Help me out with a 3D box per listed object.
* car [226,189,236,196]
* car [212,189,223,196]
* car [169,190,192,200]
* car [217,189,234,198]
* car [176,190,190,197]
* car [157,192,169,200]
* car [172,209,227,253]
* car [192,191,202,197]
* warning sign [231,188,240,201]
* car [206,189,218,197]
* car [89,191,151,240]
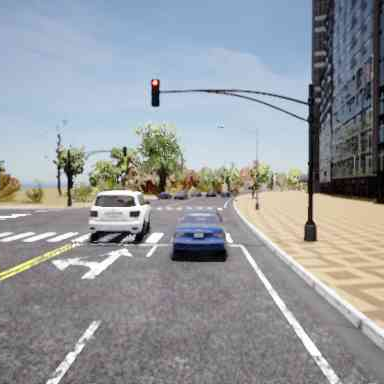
[{"bbox_3d":[9.550,0.095,81.157,1.837,1.490,4.892,0,1,14],"label":"car"},{"bbox_3d":[6.286,0.094,81.477,1.812,1.442,4.674,0,1,14],"label":"car"},{"bbox_3d":[-1.916,0.646,56.830,2.033,1.411,5.357,0,1,9],"label":"car"},{"bbox_3d":[7.364,0.401,71.175,2.128,1.511,4.902,0,1,12],"label":"car"},{"bbox_3d":[-2.003,0.361,74.021,2.033,1.411,5.357,0,1,11],"label":"car"},{"bbox_3d":[-4.822,0.627,58.966,1.994,1.385,4.181,0,1,10],"label":"car"},{"bbox_3d":[0.337,1.342,12.730,2.033,1.411,5.357,0,1,3],"label":"car"},{"bbox_3d":[0.930,0.397,72.155,2.033,1.411,5.357,0,1,11],"label":"car"},{"bbox_3d":[6.448,0.337,49.199,1.300,1.860,1.060,0,1,8],"label":"warning sign"},{"bbox_3d":[4.171,0.415,71.772,1.994,1.385,4.181,0,1,12],"label":"car"},{"bbox_3d":[-3.210,0.974,15.517,2.150,2.045,5.566,1,1,-4],"label":"car"}]
